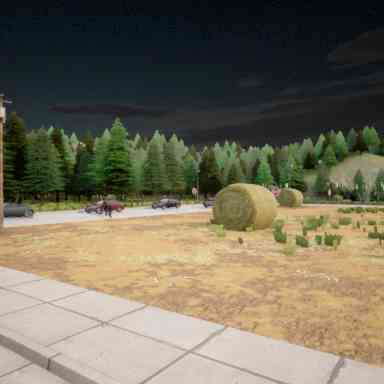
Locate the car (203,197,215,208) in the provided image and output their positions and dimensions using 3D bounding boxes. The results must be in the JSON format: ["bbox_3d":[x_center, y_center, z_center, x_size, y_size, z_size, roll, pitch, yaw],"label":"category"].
[{"bbox_3d":[3.501,1.518,47.782,2.128,1.511,4.902,0,0,37],"label":"car"}]

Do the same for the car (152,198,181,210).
[{"bbox_3d":[-3.373,1.552,44.560,1.812,1.442,4.674,0,0,37],"label":"car"}]

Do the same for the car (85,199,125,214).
[{"bbox_3d":[-9.454,1.552,36.333,1.812,1.442,4.674,0,0,36],"label":"car"}]

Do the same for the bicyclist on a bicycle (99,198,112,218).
[{"bbox_3d":[-7.034,1.327,27.028,1.656,1.620,0.582,0,0,36],"label":"bicyclist on a bicycle"}]

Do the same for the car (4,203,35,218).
[{"bbox_3d":[-15.586,1.591,28.047,1.994,1.385,4.181,0,0,36],"label":"car"}]
